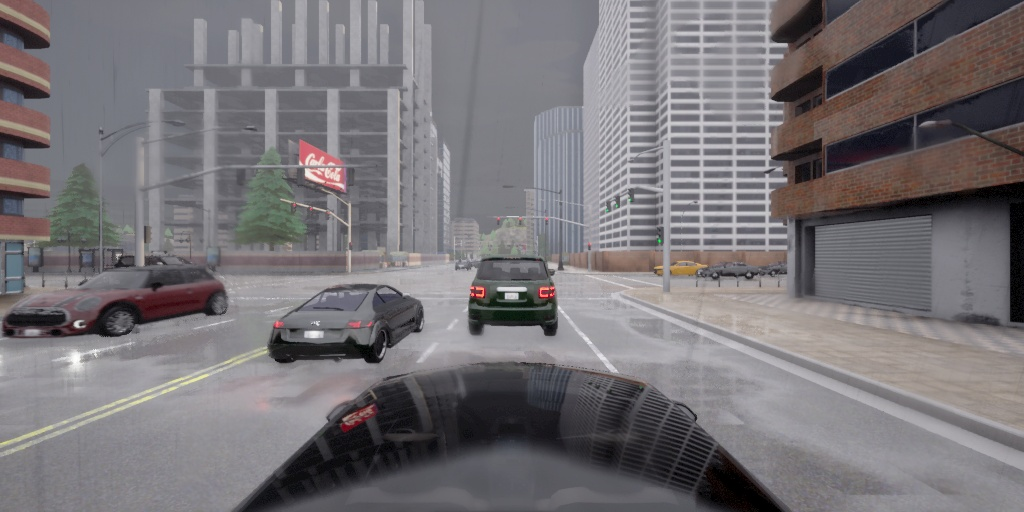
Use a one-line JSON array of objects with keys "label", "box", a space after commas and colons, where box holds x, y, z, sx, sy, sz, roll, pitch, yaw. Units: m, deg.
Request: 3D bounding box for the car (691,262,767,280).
[{"label": "car", "box": [18.772, 1.241, 31.245, 4.902, 1.511, 2.128, 0, 0, 0]}]

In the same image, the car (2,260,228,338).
[{"label": "car", "box": [-10.614, 1.101, 10.161, 2.097, 1.767, 4.553, 0, 0, -1]}]

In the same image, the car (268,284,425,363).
[{"label": "car", "box": [-3.377, 1.314, 8.149, 1.994, 1.385, 4.181, 0, 0, 0]}]

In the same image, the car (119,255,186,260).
[{"label": "car", "box": [-23.276, 0.971, 24.004, 5.566, 2.045, 2.150, 0, 0, 1]}]

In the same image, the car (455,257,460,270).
[{"label": "car", "box": [-6.838, 1.241, 50.685, 2.128, 1.511, 4.902, 0, 0, 0]}]

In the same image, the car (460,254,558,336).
[{"label": "car", "box": [0.099, 0.971, 10.537, 2.150, 2.045, 5.566, 0, 0, 2]}]

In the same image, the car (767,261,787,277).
[{"label": "car", "box": [26.230, 1.241, 34.736, 4.902, 1.511, 2.128, 0, 0, 0]}]

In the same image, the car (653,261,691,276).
[{"label": "car", "box": [16.294, 1.228, 34.746, 5.008, 1.535, 1.882, 0, 0, 0]}]
